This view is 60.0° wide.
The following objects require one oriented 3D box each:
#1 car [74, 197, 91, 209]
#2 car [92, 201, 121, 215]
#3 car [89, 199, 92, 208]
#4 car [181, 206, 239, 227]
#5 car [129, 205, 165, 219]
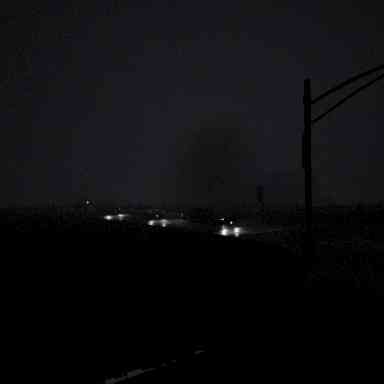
[{"bbox_3d":[-20.415,2.027,62.271,2.150,2.045,5.566,-1,0,-36],"label":"car"},{"bbox_3d":[-10.728,2.077,42.478,1.837,1.490,4.892,-1,0,-35],"label":"car"},{"bbox_3d":[-14.354,2.153,53.836,2.128,1.511,4.902,-1,0,-35],"label":"car"},{"bbox_3d":[1.233,1.838,25.801,2.033,1.411,5.357,-1,0,-36],"label":"car"},{"bbox_3d":[-4.646,2.030,34.000,1.895,1.301,4.718,-1,0,-35],"label":"car"}]
